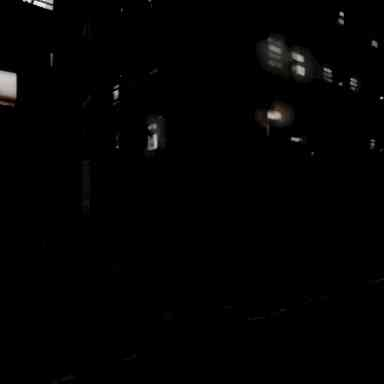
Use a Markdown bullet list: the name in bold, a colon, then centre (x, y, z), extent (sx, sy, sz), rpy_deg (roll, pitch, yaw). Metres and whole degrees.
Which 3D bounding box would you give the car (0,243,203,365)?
- **car**: centre (-1.910, 1.548, 5.196), extent (4.507, 1.381, 1.887), rpy_deg (0, 0, -36)
